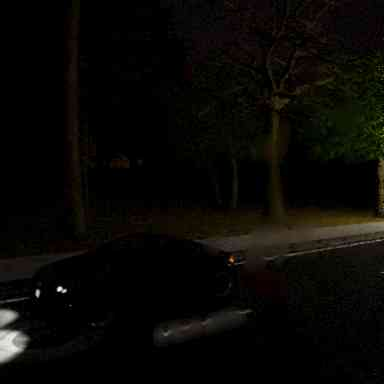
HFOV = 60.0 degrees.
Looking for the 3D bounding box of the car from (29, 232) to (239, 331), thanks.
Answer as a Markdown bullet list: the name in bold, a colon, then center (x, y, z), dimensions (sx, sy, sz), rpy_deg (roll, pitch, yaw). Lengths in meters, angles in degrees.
- **car**: center (-1.038, 1.577, 6.911), dimensions (4.181, 1.385, 1.994), rpy_deg (0, 0, -35)
